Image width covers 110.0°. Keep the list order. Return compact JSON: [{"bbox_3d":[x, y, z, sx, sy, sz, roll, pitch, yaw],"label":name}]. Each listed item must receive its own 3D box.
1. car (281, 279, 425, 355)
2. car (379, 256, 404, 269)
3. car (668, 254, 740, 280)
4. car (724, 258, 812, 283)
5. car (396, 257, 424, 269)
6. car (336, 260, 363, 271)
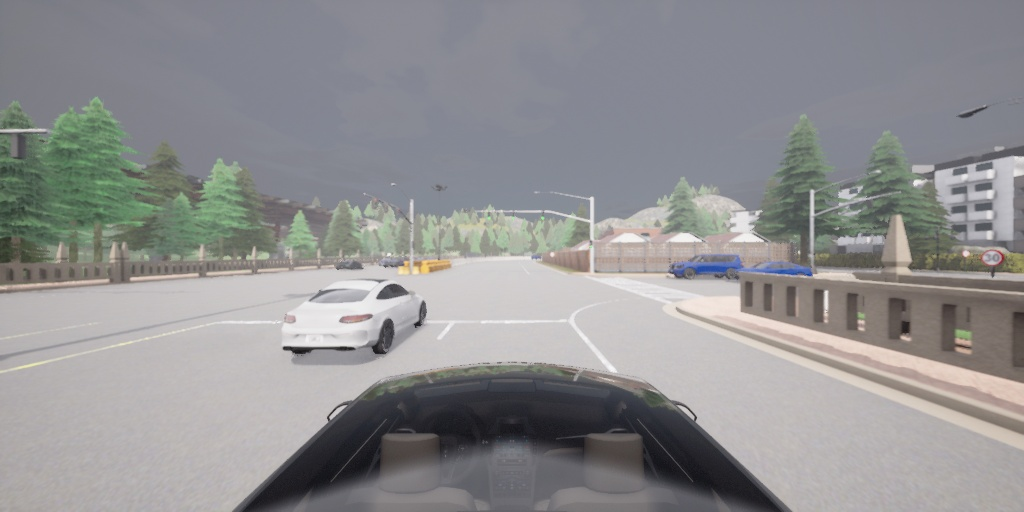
[{"bbox_3d":[-3.410,1.260,8.511,1.812,1.442,4.674,0,0,0],"label":"car"},{"bbox_3d":[-17.575,1.122,53.675,2.033,1.411,5.357,0,0,0],"label":"car"},{"bbox_3d":[15.798,0.867,29.245,5.566,2.045,2.150,0,0,2],"label":"car"},{"bbox_3d":[18.453,1.135,25.650,5.008,1.535,1.882,0,0,2],"label":"car"},{"bbox_3d":[-14.090,1.188,49.758,1.895,1.301,4.718,0,0,0],"label":"car"},{"bbox_3d":[-20.991,1.169,46.342,1.994,1.385,4.181,0,0,0],"label":"car"}]
